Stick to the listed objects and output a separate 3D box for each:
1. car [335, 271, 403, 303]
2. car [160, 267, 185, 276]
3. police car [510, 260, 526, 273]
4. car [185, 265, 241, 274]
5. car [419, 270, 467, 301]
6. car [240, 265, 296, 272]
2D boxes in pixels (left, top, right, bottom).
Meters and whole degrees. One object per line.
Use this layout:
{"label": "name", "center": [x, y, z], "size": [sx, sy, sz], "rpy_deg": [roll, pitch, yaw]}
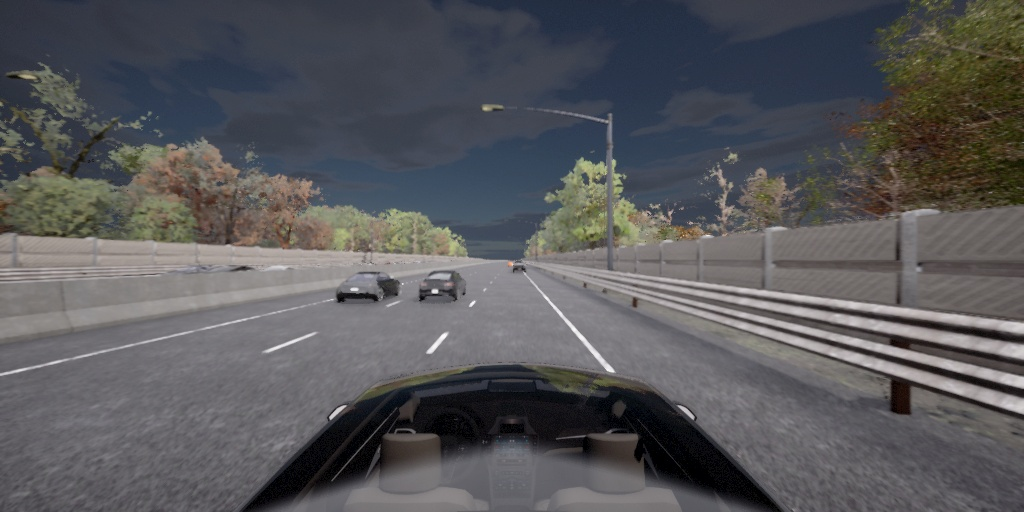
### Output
{"label": "car", "center": [-6.899, 1.449, 17.720], "size": [1.994, 1.385, 4.181], "rpy_deg": [0, 0, 0]}
{"label": "car", "center": [-24.582, 1.463, 27.885], "size": [2.128, 1.511, 4.902], "rpy_deg": [0, 0, 0]}
{"label": "police car", "center": [1.054, 1.601, 51.747], "size": [1.930, 1.638, 5.238], "rpy_deg": [0, 0, 0]}
{"label": "car", "center": [-21.089, 1.465, 26.769], "size": [1.837, 1.490, 4.892], "rpy_deg": [0, 0, 0]}
{"label": "car", "center": [-3.399, 1.414, 18.126], "size": [1.812, 1.442, 4.674], "rpy_deg": [0, 0, 0]}
{"label": "car", "center": [-17.586, 1.489, 26.992], "size": [1.812, 1.442, 4.674], "rpy_deg": [0, 0, 0]}
